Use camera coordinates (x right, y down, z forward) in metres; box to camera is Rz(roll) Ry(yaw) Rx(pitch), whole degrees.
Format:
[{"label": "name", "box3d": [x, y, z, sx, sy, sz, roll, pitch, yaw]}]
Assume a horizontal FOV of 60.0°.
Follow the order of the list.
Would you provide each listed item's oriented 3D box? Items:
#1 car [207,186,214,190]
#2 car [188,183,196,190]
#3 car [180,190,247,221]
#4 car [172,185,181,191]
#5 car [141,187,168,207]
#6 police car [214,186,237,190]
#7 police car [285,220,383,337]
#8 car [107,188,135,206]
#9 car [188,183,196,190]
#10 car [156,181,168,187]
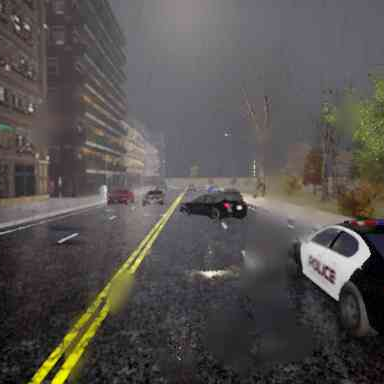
[{"label": "car", "box3d": [3.244, 0.185, 39.341, 2.128, 1.511, 4.902, 0, 2, 0]}, {"label": "car", "box3d": [-0.012, -1.495, 85.777, 2.097, 1.767, 4.553, 0, 2, 0]}, {"label": "car", "box3d": [1.211, 0.833, 20.129, 2.163, 1.488, 4.792, -1, 2, -36]}, {"label": "car", "box3d": [-3.260, -0.873, 71.518, 1.895, 1.301, 4.718, 0, 2, 0]}, {"label": "car", "box3d": [-3.345, 0.518, 30.320, 1.812, 1.442, 4.674, 0, 2, 0]}, {"label": "police car", "box3d": [3.246, 0.479, 28.454, 1.930, 1.638, 5.238, 0, 2, 0]}, {"label": "police car", "box3d": [3.250, 1.290, 6.358, 2.038, 1.542, 4.974, 0, 2, 0]}, {"label": "car", "box3d": [-6.598, 0.438, 31.273, 1.882, 1.535, 5.008, 0, 2, 0]}, {"label": "car", "box3d": [-0.010, -0.810, 70.828, 2.033, 1.411, 5.357, 0, 2, 0]}, {"label": "car", "box3d": [-6.511, -1.343, 72.752, 2.150, 2.045, 5.566, 0, 2, 0]}]
